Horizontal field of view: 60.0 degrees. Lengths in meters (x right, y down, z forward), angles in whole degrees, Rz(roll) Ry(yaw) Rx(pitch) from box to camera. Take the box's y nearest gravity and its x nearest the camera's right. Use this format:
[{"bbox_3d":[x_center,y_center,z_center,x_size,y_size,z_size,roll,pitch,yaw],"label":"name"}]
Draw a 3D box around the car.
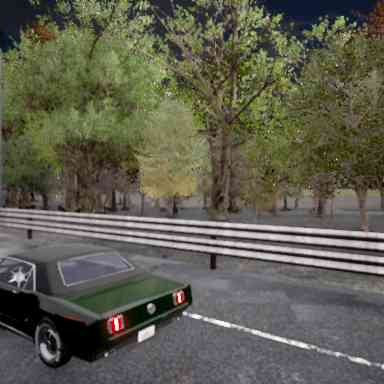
[{"bbox_3d":[-2.402,1.584,5.725,4.718,1.301,1.895,0,0,36],"label":"car"}]
